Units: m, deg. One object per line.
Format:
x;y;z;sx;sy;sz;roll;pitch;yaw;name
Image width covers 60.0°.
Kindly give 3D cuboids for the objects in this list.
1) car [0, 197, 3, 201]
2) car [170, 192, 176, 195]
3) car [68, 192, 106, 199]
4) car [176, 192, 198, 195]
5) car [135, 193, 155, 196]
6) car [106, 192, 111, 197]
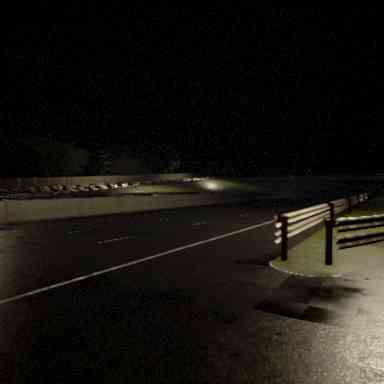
-16.245;0.892;23.292;2.150;2.045;5.566;0;1;31;car
-2.753;0.787;59.768;1.812;1.442;4.674;0;1;31;car
-12.317;0.997;36.839;1.837;1.490;4.892;0;1;31;car
-0.258;0.773;57.127;1.837;1.490;4.892;0;0;31;car
-6.044;0.955;40.556;1.837;1.490;4.892;0;0;31;car
-12.607;0.765;43.209;2.097;1.767;4.553;0;1;31;car
